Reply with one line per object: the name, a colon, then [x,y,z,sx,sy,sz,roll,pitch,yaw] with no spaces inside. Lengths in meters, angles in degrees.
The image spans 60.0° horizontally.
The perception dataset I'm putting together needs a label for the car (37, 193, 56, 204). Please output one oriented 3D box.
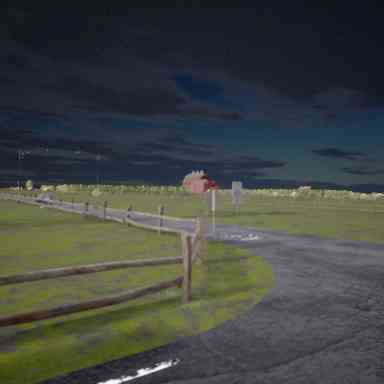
car: [-21.111,0.961,48.281,2.128,1.511,4.902,2,0,-36]
